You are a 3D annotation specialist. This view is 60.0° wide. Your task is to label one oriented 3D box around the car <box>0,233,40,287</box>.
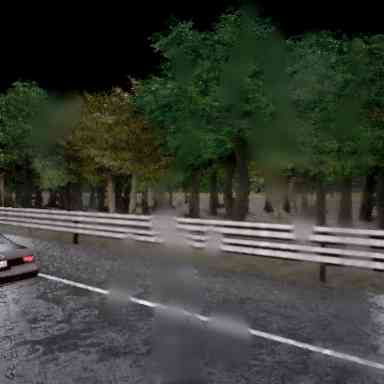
[{"bbox_3d":[-5.940,1.514,8.225,5.357,1.411,2.033,0,0,35],"label":"car"}]
